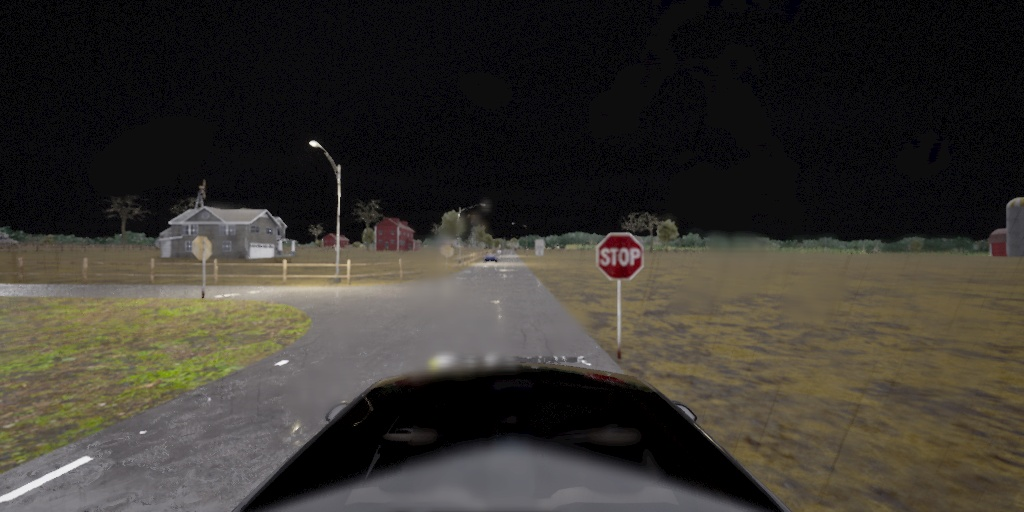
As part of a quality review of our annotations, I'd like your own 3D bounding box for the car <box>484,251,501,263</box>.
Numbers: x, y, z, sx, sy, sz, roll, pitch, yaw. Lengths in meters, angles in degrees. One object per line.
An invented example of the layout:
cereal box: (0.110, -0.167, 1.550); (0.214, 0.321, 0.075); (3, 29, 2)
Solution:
car: (-2.946, 0.310, 50.612); (1.895, 1.301, 4.718); (0, 2, 0)
